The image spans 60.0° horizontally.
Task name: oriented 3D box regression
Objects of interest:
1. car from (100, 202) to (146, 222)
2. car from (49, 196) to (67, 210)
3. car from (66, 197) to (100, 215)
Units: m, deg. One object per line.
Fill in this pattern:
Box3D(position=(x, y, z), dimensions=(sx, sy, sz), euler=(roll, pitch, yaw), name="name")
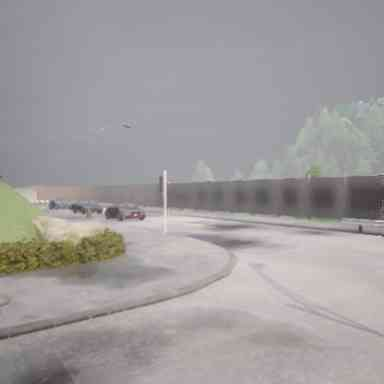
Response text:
Box3D(position=(-5.314, 1.512, 26.263), dimensions=(1.994, 1.385, 4.181), euler=(0, 0, -36), name="car")
Box3D(position=(-16.392, 1.303, 41.783), dimensions=(2.097, 1.767, 4.553), euler=(0, 0, -36), name="car")
Box3D(position=(-10.763, 1.496, 33.905), dimensions=(2.033, 1.411, 5.357), euler=(0, 0, -36), name="car")
